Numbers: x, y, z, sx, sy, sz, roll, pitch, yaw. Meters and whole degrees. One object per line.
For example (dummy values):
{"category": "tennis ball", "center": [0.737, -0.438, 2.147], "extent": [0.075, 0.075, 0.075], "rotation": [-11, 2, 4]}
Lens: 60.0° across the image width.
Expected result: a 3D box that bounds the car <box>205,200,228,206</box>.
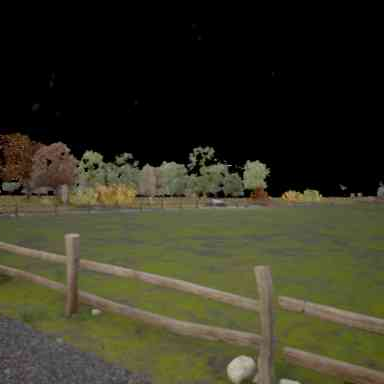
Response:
{"category": "car", "center": [4.661, 2.151, 63.119], "extent": [2.033, 1.411, 5.357], "rotation": [-1, -1, 40]}
